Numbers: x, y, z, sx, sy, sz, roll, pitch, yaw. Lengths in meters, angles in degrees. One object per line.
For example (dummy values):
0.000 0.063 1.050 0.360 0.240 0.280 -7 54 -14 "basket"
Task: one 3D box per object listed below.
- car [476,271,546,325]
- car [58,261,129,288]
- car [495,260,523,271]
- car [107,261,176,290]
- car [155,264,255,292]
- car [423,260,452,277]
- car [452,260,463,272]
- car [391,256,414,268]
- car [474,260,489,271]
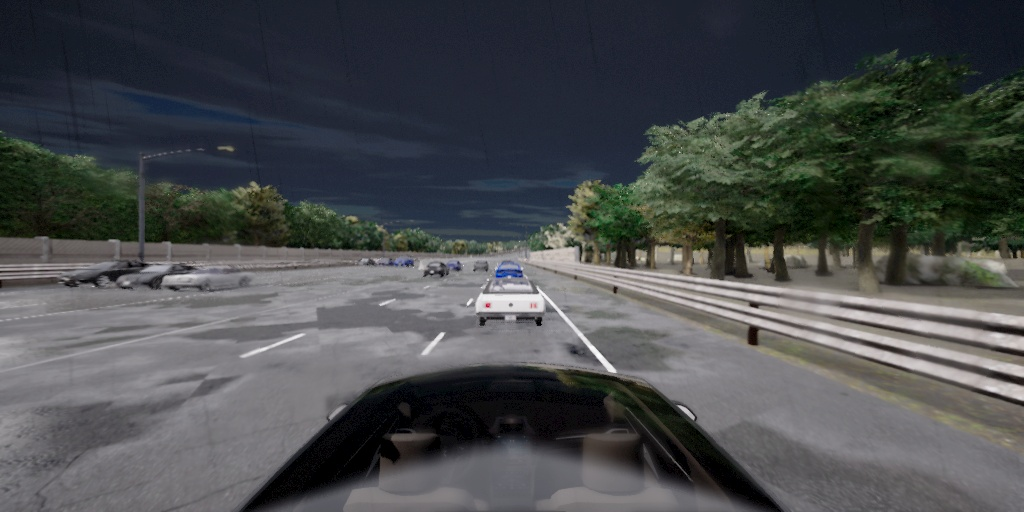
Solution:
-0.047 1.343 11.740 1.895 1.301 4.718 0 0 0 "car"
-24.607 1.047 22.190 1.837 1.490 4.892 -1 0 -2 "car"
-0.199 1.222 25.641 1.882 1.535 5.008 0 0 -1 "car"
-21.071 1.208 21.873 1.812 1.442 4.674 0 0 -2 "car"
-17.548 1.293 21.025 1.895 1.301 4.718 0 0 -2 "car"
-7.262 1.258 34.660 1.812 1.442 4.674 0 0 -1 "car"
-7.566 1.267 46.855 1.812 1.442 4.674 0 0 -2 "car"
-18.600 0.947 62.067 2.150 2.045 5.566 0 0 -1 "car"
-4.105 1.247 48.577 2.128 1.511 4.902 0 0 -2 "car"
